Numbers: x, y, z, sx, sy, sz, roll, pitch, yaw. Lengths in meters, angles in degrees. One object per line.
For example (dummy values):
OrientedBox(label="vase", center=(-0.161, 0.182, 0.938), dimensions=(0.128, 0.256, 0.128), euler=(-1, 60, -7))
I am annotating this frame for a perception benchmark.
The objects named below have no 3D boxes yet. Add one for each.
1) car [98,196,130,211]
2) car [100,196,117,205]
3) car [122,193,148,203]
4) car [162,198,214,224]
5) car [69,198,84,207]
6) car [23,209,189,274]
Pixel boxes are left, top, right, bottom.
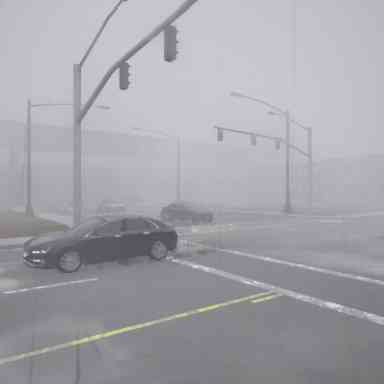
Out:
OrientedBox(label="car", center=(-8.883, 1.525, 36.511), dimensions=(1.812, 1.442, 4.674), euler=(0, 0, -36))
OrientedBox(label="car", center=(-14.949, 1.526, 59.828), dimensions=(1.812, 1.442, 4.674), euler=(0, 0, 3))
OrientedBox(label="car", center=(-12.256, 1.223, 69.394), dimensions=(2.150, 2.045, 5.566), euler=(0, 0, 30))
OrientedBox(label="car", center=(-0.406, 1.478, 24.985), dimensions=(1.882, 1.535, 5.008), euler=(0, 0, -37))
OrientedBox(label="car", center=(-17.602, 1.548, 51.002), dimensions=(2.033, 1.411, 5.357), euler=(0, 0, -15))
OrientedBox(label="car", center=(-2.710, 1.505, 10.717), dimensions=(4.892, 1.490, 1.837), euler=(0, 1, -37))
